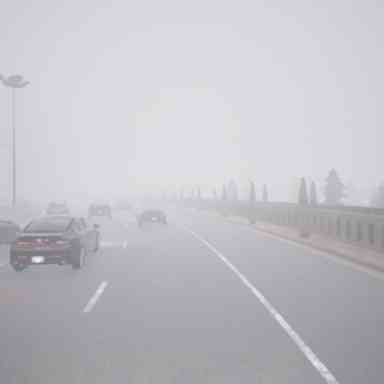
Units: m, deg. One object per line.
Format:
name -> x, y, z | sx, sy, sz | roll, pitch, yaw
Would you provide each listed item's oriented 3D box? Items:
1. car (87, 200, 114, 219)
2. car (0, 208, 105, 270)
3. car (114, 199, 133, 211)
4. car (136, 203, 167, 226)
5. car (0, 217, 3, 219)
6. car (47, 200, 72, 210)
car -> -8.137, 1.481, 29.235 | 1.882, 1.535, 5.008 | 0, 0, -17
car -> -4.295, 1.511, 11.074 | 1.837, 1.490, 4.892 | 0, 0, -7
car -> -8.471, 1.559, 40.363 | 1.994, 1.385, 4.181 | 0, 0, -22
car -> -2.920, 1.517, 23.323 | 1.812, 1.442, 4.674 | 0, 0, -13
car -> -7.956, 1.509, 12.193 | 2.128, 1.511, 4.902 | 0, 0, -8
car -> -12.285, 1.508, 30.759 | 2.128, 1.511, 4.902 | 0, 0, -18
